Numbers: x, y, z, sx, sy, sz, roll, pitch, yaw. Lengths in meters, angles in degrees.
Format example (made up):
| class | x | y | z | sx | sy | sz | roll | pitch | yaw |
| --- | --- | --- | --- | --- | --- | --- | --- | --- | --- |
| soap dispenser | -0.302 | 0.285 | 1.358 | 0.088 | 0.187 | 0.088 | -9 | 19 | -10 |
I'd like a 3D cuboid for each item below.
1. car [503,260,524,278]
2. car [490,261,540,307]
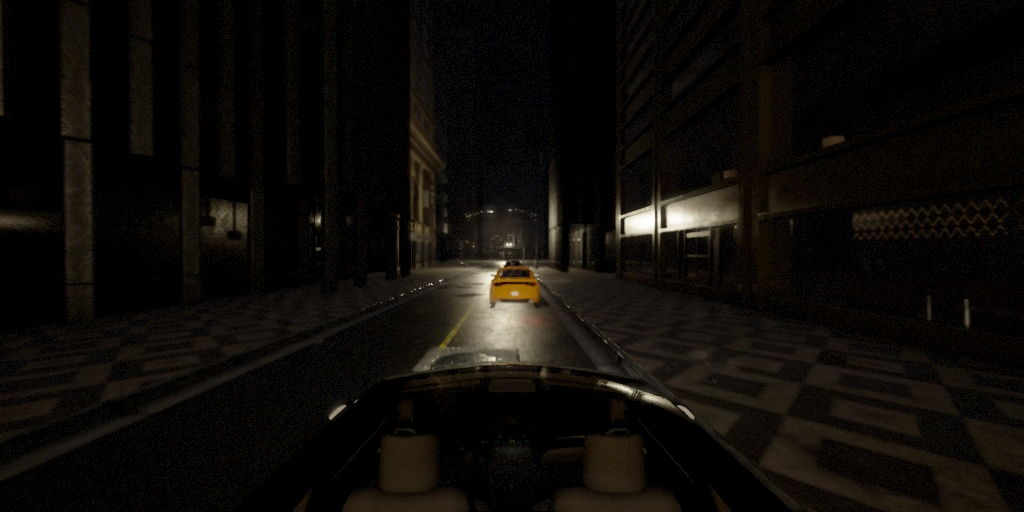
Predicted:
| class | x | y | z | sx | sy | sz | roll | pitch | yaw |
| --- | --- | --- | --- | --- | --- | --- | --- | --- | --- |
| car | 0.108 | 1.142 | 33.232 | 1.812 | 1.442 | 4.674 | 0 | 0 | 0 |
| car | 0.104 | 1.168 | 15.126 | 1.882 | 1.535 | 5.008 | 0 | 0 | 0 |
